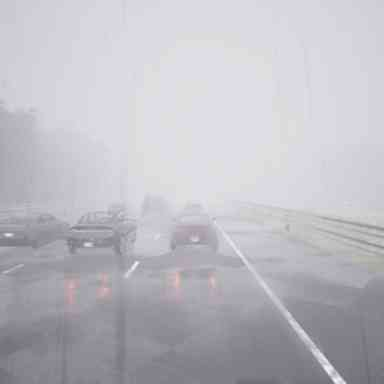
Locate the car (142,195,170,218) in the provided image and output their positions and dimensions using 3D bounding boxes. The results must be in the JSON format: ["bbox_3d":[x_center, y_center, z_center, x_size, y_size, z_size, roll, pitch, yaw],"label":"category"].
[{"bbox_3d":[-3.385,1.285,31.519,2.150,2.045,5.566,0,0,0],"label":"car"}]

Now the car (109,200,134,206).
[{"bbox_3d":[-6.908,1.539,32.338,1.837,1.490,4.892,0,0,0],"label":"car"}]

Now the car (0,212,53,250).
[{"bbox_3d":[-6.898,1.583,14.575,1.994,1.385,4.181,1,0,0],"label":"car"}]

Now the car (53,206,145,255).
[{"bbox_3d":[-3.400,1.514,13.352,2.128,1.511,4.902,0,0,0],"label":"car"}]

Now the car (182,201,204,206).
[{"bbox_3d":[0.099,1.563,32.223,2.128,1.511,4.902,0,0,0],"label":"car"}]

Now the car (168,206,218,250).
[{"bbox_3d":[0.100,1.551,14.388,1.812,1.442,4.674,0,0,0],"label":"car"}]

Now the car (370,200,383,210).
[{"bbox_3d":[26.693,1.825,45.550,1.812,1.442,4.674,0,0,-23],"label":"car"}]
